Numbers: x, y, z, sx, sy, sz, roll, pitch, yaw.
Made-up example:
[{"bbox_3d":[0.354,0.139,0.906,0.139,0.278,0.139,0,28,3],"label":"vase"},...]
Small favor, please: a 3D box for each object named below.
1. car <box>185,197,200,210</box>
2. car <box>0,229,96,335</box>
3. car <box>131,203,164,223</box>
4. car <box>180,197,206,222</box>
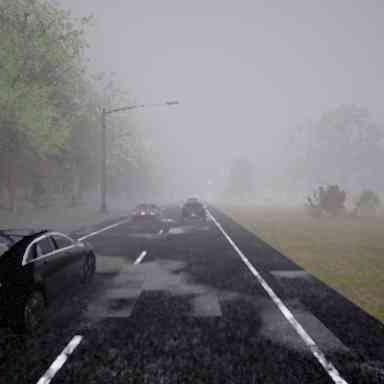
[{"bbox_3d":[0.098,1.449,43.440,1.837,1.490,4.892,0,0,0],"label":"car"},{"bbox_3d":[-3.397,1.482,6.676,2.128,1.511,4.902,0,0,0],"label":"car"},{"bbox_3d":[-3.284,1.514,25.197,2.033,1.411,5.357,0,0,1],"label":"car"},{"bbox_3d":[0.107,1.443,25.835,1.882,1.535,5.008,0,0,0],"label":"car"}]
